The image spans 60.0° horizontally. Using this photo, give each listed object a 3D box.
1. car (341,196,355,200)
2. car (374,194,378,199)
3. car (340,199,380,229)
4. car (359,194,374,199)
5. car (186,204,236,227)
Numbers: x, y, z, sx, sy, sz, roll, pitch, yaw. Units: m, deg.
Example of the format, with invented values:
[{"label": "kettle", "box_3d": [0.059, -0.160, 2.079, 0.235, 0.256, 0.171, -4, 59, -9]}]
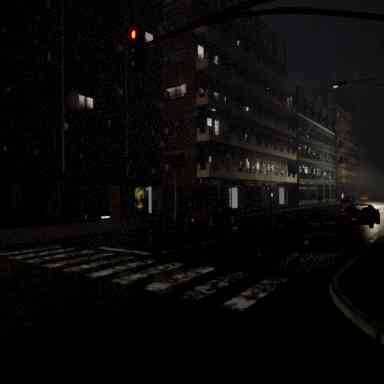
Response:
[{"label": "car", "box_3d": [26.949, 1.347, 57.390, 1.947, 1.339, 4.313, -1, 0, 36]}, {"label": "car", "box_3d": [43.729, 1.231, 80.318, 1.947, 1.339, 4.313, -1, 0, 36]}, {"label": "car", "box_3d": [10.307, 1.372, 20.285, 1.887, 1.381, 4.507, -1, 0, 36]}, {"label": "car", "box_3d": [37.017, 1.293, 71.147, 1.802, 1.307, 4.206, -1, 0, 36]}, {"label": "car", "box_3d": [1.378, 1.515, 22.666, 1.887, 1.381, 4.507, -1, 0, 36]}]
